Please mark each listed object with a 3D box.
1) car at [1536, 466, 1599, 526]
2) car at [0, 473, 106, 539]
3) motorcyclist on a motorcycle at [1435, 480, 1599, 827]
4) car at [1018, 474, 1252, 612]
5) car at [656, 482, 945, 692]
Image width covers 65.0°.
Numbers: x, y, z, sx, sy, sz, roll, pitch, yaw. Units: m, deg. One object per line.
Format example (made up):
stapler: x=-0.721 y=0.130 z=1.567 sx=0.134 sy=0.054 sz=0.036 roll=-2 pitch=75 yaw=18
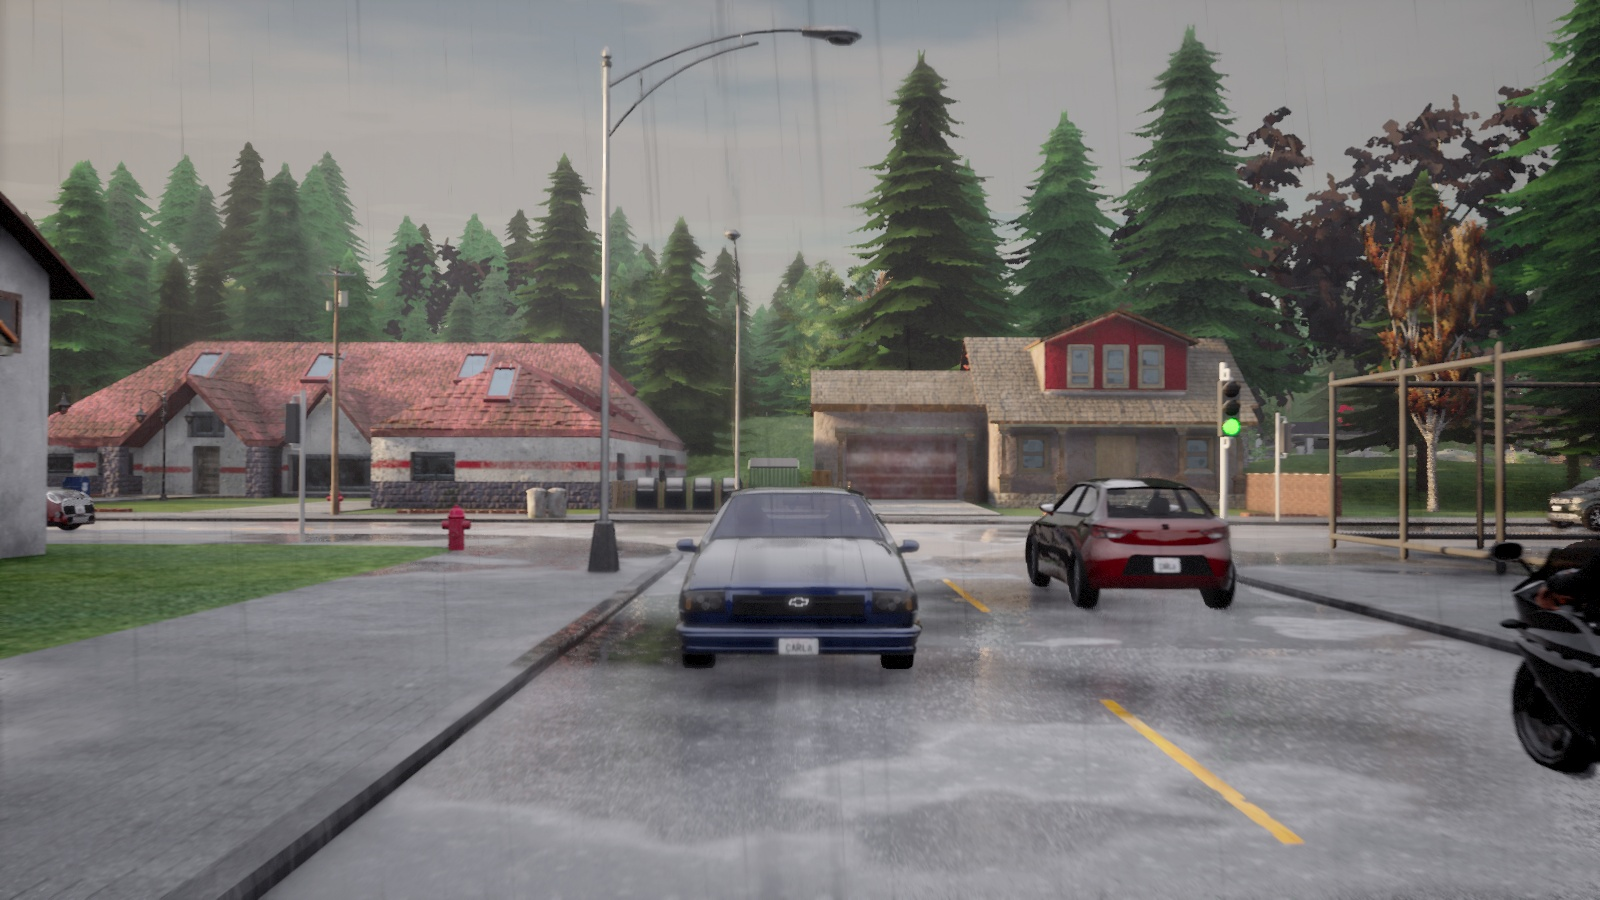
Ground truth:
car: x=22.129 y=1.206 z=33.673 sx=3.705 sy=1.549 sz=1.789 roll=0 pitch=-1 yaw=-1
car: x=-18.808 y=1.295 z=29.583 sx=3.806 sy=1.475 sz=1.970 roll=0 pitch=-1 yaw=-1
motorcyclist on a motorcycle: x=3.997 y=0.919 z=5.931 sx=0.866 sy=1.530 sz=2.191 roll=0 pitch=-1 yaw=0
car: x=3.976 y=1.044 z=15.660 sx=1.816 sy=1.474 sz=4.193 roll=0 pitch=-1 yaw=0
car: x=-0.013 y=1.032 z=11.534 sx=2.033 sy=1.411 sz=5.357 roll=0 pitch=-1 yaw=0
